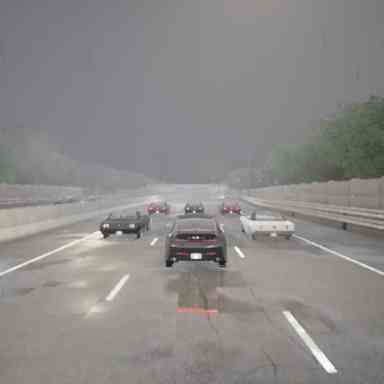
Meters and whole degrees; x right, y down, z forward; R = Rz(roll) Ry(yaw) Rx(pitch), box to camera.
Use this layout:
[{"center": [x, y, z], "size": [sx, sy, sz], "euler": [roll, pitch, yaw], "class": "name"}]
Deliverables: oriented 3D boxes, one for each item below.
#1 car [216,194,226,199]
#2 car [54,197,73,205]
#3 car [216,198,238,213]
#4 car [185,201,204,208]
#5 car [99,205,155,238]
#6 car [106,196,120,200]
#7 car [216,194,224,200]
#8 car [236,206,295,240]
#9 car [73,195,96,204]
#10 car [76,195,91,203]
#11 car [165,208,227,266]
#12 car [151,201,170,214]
[{"center": [7.627, 1.431, 83.313], "size": [1.812, 1.442, 4.674], "euler": [0, 0, 2], "class": "car"}, {"center": [-20.712, 1.565, 54.648], "size": [2.033, 1.411, 5.357], "euler": [0, 0, 1], "class": "car"}, {"center": [3.735, 1.610, 33.819], "size": [1.895, 1.301, 4.718], "euler": [0, 0, 0], "class": "car"}, {"center": [0.235, 1.610, 33.836], "size": [1.895, 1.301, 4.718], "euler": [0, 0, 0], "class": "car"}, {"center": [-3.358, 1.604, 17.617], "size": [1.895, 1.301, 4.718], "euler": [0, 0, 0], "class": "car"}, {"center": [-13.681, 1.497, 57.545], "size": [1.882, 1.535, 5.008], "euler": [0, 0, 1], "class": "car"}, {"center": [7.955, 1.415, 94.533], "size": [1.882, 1.535, 5.008], "euler": [0, 0, 1], "class": "car"}, {"center": [3.640, 1.604, 16.970], "size": [1.895, 1.301, 4.718], "euler": [0, 0, 0], "class": "car"}, {"center": [-17.225, 1.509, 54.622], "size": [2.128, 1.511, 4.902], "euler": [0, 0, 1], "class": "car"}, {"center": [-23.319, 1.502, 71.560], "size": [1.837, 1.490, 4.892], "euler": [0, 0, -2], "class": "car"}, {"center": [0.122, 1.507, 11.534], "size": [1.837, 1.490, 4.892], "euler": [0, 0, 0], "class": "car"}, {"center": [-3.265, 1.610, 33.815], "size": [1.895, 1.301, 4.718], "euler": [0, 0, 0], "class": "car"}]
